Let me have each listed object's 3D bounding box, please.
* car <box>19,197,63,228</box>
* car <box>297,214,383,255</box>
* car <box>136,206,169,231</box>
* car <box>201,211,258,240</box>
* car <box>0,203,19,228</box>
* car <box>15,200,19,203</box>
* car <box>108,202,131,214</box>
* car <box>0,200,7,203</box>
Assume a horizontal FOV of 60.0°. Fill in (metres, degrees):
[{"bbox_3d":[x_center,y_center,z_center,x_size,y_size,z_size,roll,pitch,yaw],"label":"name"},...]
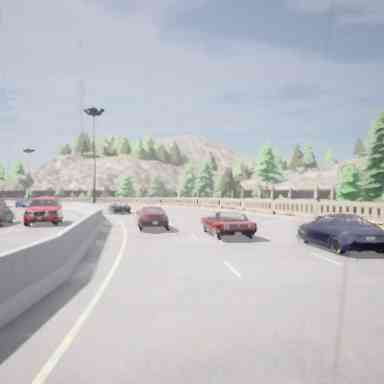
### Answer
[{"bbox_3d":[-10.808,1.401,24.541,2.150,2.045,5.566,0,0,-16],"label":"car"},{"bbox_3d":[5.942,1.589,13.510,1.994,1.385,4.181,0,0,-7],"label":"car"},{"bbox_3d":[-2.605,1.637,21.452,1.812,1.442,4.674,0,0,-12],"label":"car"},{"bbox_3d":[1.777,1.667,17.651,1.895,1.301,4.718,0,0,-10],"label":"car"},{"bbox_3d":[-14.307,1.749,24.178,2.033,1.411,5.357,0,0,-16],"label":"car"},{"bbox_3d":[-30.629,2.094,60.588,1.882,1.535,5.008,0,0,-42],"label":"car"},{"bbox_3d":[-8.679,1.857,39.508,1.895,1.301,4.718,0,0,-24],"label":"car"},{"bbox_3d":[-34.426,2.149,59.509,1.837,1.490,4.892,0,-1,-42],"label":"car"}]
